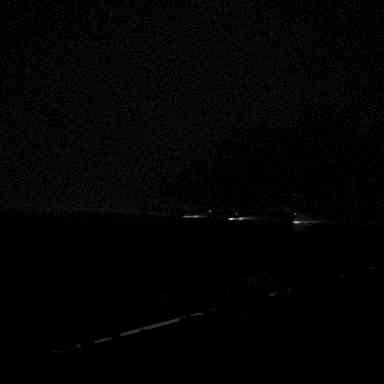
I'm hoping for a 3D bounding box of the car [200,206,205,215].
[{"bbox_3d":[1.811,2.961,54.239,1.812,1.442,4.674,1,-2,-33],"label":"car"}]

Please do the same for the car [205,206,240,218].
[{"bbox_3d":[4.253,2.581,43.755,1.837,1.490,4.892,1,-2,-33],"label":"car"}]

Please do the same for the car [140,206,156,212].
[{"bbox_3d":[-9.506,3.644,71.363,1.895,1.301,4.718,1,-2,-33],"label":"car"}]

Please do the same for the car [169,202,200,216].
[{"bbox_3d":[-1.606,2.644,52.736,2.150,2.045,5.566,1,-2,-33],"label":"car"}]

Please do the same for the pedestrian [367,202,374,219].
[{"bbox_3d":[18.892,1.917,35.268,0.375,1.860,0.375,-2,1,-33],"label":"pedestrian"}]

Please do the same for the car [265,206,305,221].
[{"bbox_3d":[9.774,2.259,35.319,1.812,1.442,4.674,1,-2,-33],"label":"car"}]
